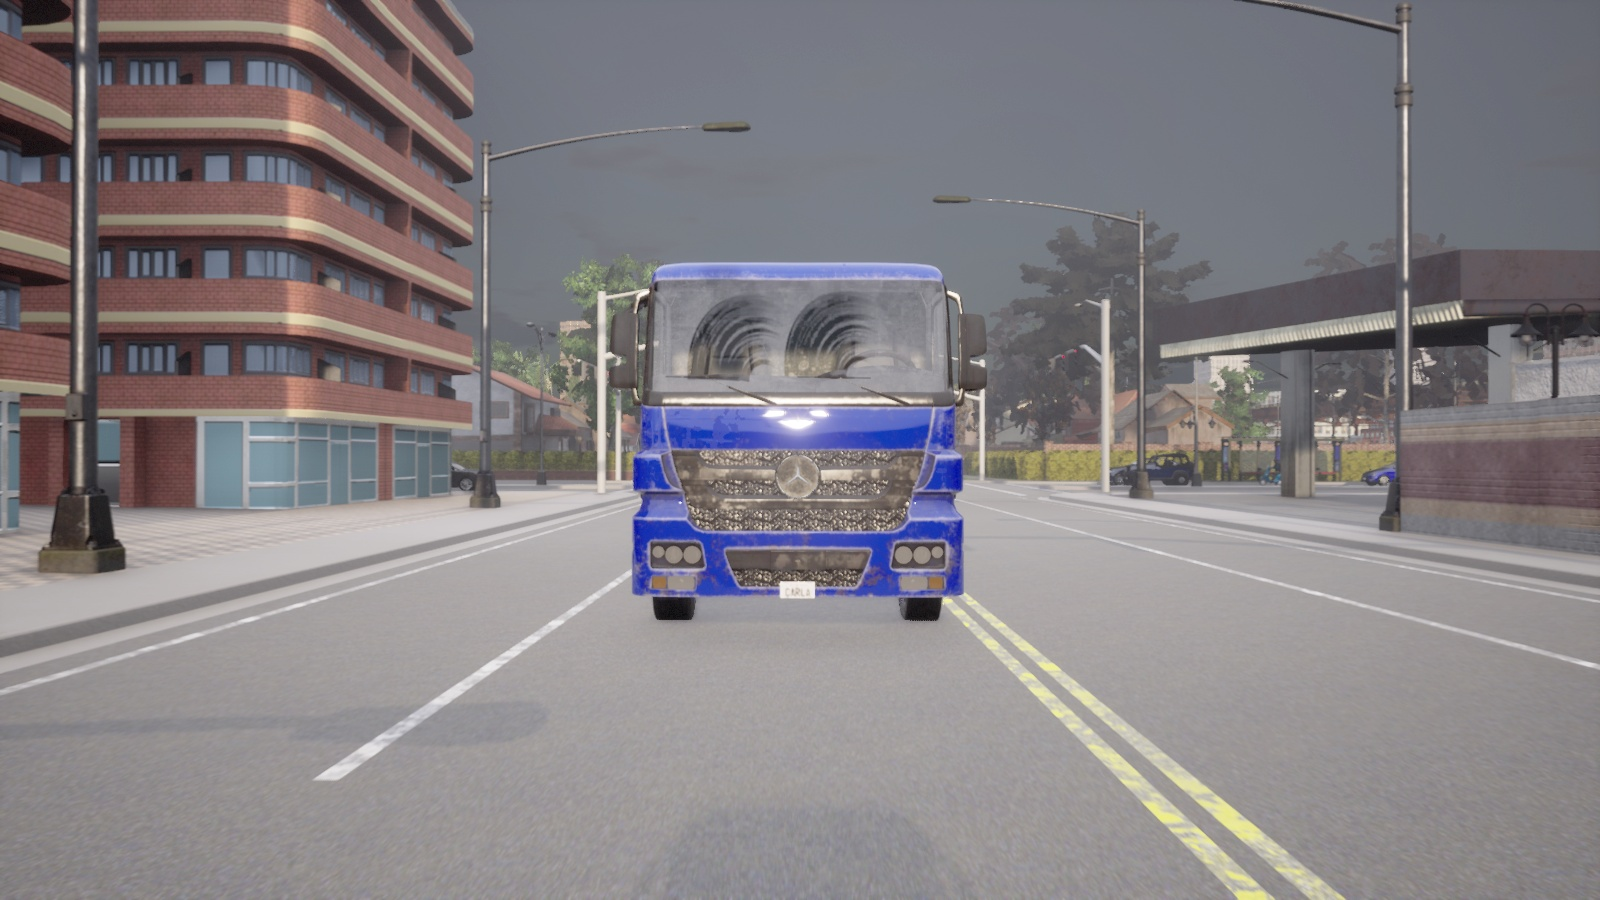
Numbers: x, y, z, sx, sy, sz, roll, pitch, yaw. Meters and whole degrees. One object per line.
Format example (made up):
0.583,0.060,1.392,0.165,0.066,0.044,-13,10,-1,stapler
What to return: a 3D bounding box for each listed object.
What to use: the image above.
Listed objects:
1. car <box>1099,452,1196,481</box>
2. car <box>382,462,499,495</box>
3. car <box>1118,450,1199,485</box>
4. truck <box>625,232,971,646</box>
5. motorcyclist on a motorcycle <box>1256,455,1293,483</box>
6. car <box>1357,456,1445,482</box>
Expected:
20.013,0.955,72.502,5.027,1.651,2.152,0,0,0,car
-16.609,1.320,58.187,4.892,1.490,1.837,0,0,2,car
19.655,0.951,68.985,3.866,1.878,1.905,0,0,1,car
-0.023,-0.066,14.521,2.891,3.462,7.936,0,0,0,truck
27.350,1.083,72.370,1.817,1.590,0.866,0,0,1,motorcyclist on a motorcycle
34.534,1.096,72.259,4.193,1.474,1.816,0,0,1,car
